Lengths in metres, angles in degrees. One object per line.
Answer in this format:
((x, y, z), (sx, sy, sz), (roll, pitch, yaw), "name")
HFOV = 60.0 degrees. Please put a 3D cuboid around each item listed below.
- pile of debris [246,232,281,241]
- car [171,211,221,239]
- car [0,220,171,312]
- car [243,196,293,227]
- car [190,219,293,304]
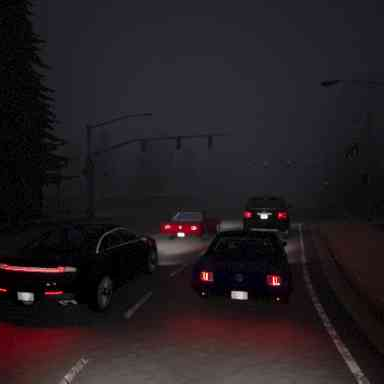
((3.540, 2.175, 16.358), (1.500, 0.140, 1.860), (0, 0, 17), "pile of debris")
((0.165, 1.601, 16.822), (1.895, 1.301, 4.718), (0, 0, 17), "car")
((-2.239, 1.492, 7.809), (2.128, 1.511, 4.902), (0, 0, 11), "car")
((4.065, 1.221, 17.638), (2.150, 2.045, 5.566), (0, 0, 17), "car")
((1.388, 1.601, 8.243), (1.895, 1.301, 4.718), (0, 0, 13), "car")
